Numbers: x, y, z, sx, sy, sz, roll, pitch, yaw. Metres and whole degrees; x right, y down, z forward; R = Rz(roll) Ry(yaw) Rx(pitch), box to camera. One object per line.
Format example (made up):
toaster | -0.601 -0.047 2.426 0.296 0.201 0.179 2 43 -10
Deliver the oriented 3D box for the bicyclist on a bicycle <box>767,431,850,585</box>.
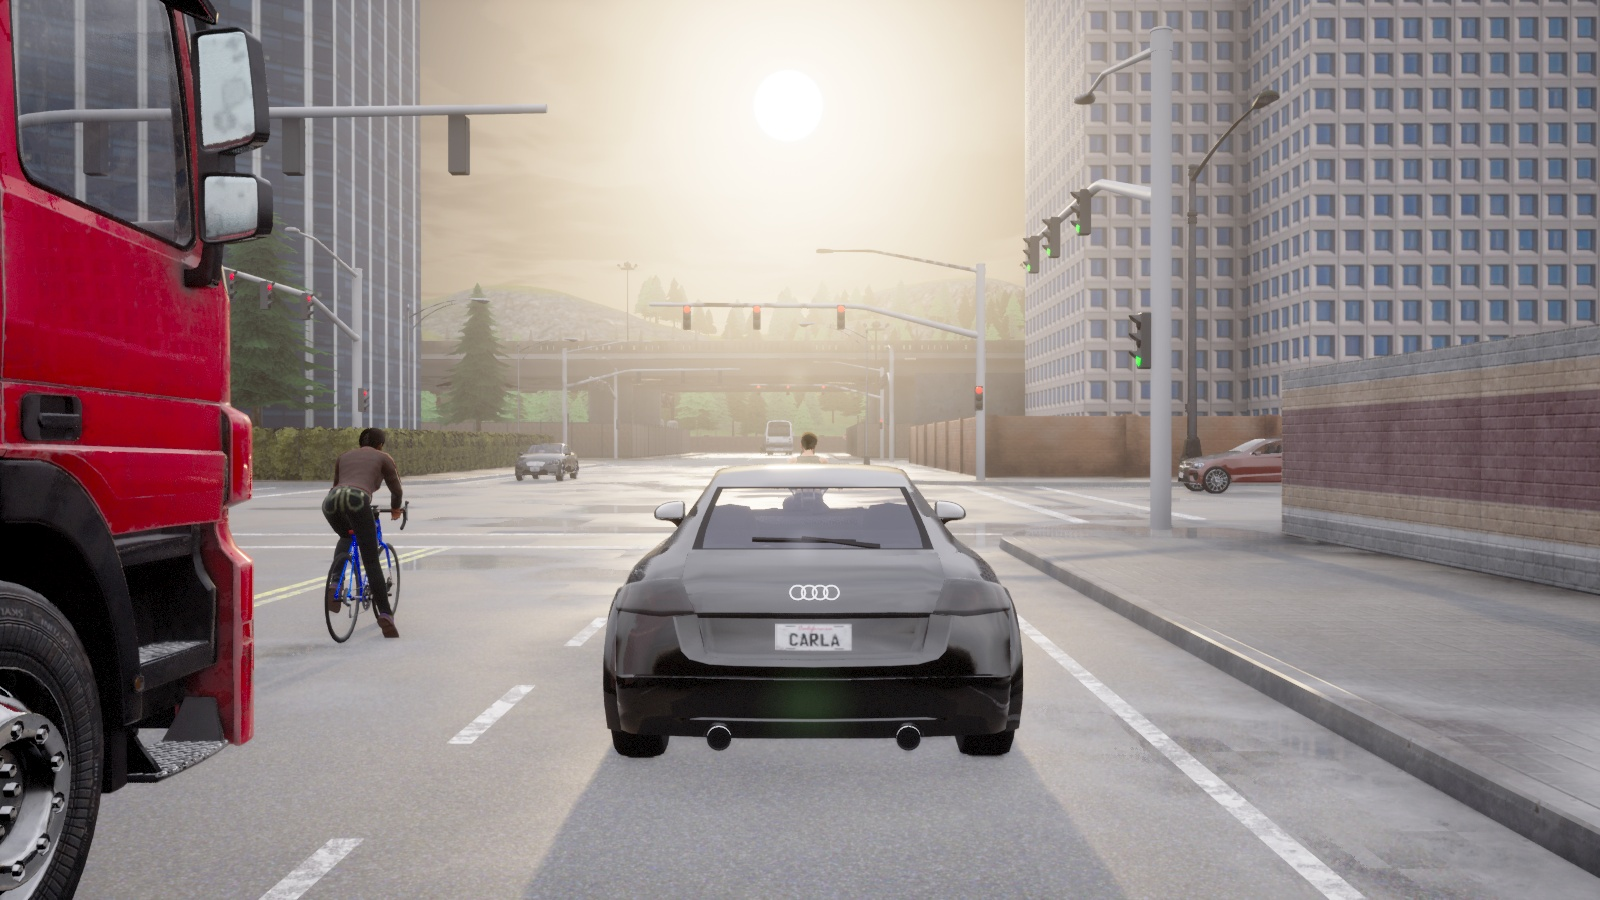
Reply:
bicyclist on a bicycle | 0.093 0.604 13.963 0.866 1.612 1.509 0 0 0

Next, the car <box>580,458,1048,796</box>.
car | 0.060 0.768 7.443 1.994 1.385 4.181 0 0 0

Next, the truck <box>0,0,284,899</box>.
truck | -3.478 -0.243 0.926 2.891 3.462 7.936 0 0 0

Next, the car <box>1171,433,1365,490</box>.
car | 13.928 0.324 37.603 5.027 1.651 2.152 0 0 1

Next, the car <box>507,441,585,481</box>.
car | -10.185 0.408 50.752 2.128 1.511 4.902 0 0 0

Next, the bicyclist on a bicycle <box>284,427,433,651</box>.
bicyclist on a bicycle | -3.426 0.641 9.893 0.582 1.620 1.656 0 0 0
